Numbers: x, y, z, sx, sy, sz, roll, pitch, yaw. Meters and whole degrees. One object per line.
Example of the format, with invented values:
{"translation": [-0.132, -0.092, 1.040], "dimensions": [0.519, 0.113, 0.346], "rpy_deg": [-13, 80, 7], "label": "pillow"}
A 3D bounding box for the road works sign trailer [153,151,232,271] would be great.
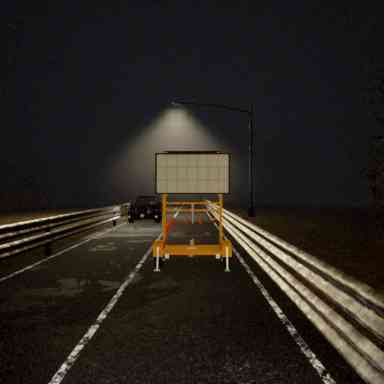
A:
{"translation": [0.020, 0.469, 10.869], "dimensions": [2.380, 3.560, 2.880], "rpy_deg": [0, 0, 0], "label": "road works sign trailer"}

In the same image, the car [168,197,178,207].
{"translation": [-3.204, 1.497, 51.115], "dimensions": [1.882, 1.535, 5.008], "rpy_deg": [0, 0, 0], "label": "car"}

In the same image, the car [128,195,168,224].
{"translation": [-3.328, 1.231, 25.069], "dimensions": [2.150, 2.045, 5.566], "rpy_deg": [0, 0, 0], "label": "car"}
